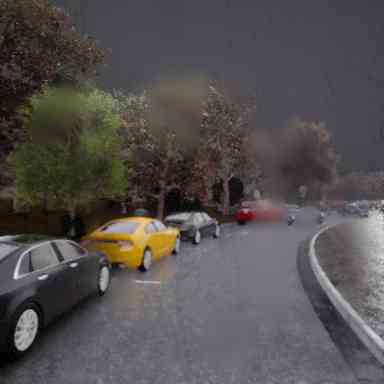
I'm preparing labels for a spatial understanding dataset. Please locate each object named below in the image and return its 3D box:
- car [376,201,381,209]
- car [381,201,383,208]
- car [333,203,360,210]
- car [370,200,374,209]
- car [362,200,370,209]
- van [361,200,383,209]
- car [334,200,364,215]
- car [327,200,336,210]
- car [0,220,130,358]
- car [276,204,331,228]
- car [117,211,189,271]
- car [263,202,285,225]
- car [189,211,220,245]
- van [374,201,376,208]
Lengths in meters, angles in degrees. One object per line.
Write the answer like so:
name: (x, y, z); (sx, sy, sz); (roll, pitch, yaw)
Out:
car: (40.998, 3.213, 78.402); (4.892, 1.521, 2.231); (-2, -2, 21)
car: (43.113, 3.271, 80.549); (5.366, 1.575, 1.946); (-2, -3, 21)
car: (31.227, 2.923, 67.377); (4.792, 1.488, 2.163); (-2, -2, 21)
car: (37.070, 3.113, 74.001); (4.792, 1.488, 2.163); (-2, -2, 21)
car: (35.175, 2.892, 71.780); (4.553, 1.767, 2.185); (-2, -2, 21)
van: (44.775, 3.126, 82.871); (4.442, 1.987, 1.878); (-2, -2, 21)
car: (18.526, 1.988, 39.476); (1.812, 1.442, 4.674); (-1, -2, 14)
car: (29.331, 2.579, 65.167); (5.566, 2.045, 2.435); (-2, -3, 21)
car: (-3.022, 1.516, 6.099); (2.231, 1.521, 4.892); (0, -1, 7)
car: (8.442, 1.827, 24.848); (2.033, 1.411, 5.357); (-2, -1, 36)
car: (-1.865, 1.621, 11.572); (2.097, 1.535, 5.008); (0, -1, 15)
car: (9.213, 1.918, 31.729); (2.097, 1.535, 5.008); (-2, -2, 40)
car: (-0.015, 1.714, 17.005); (2.231, 1.521, 4.892); (-1, -1, 23)
van: (38.932, 2.925, 76.245); (4.442, 1.987, 1.878); (-2, -2, 21)
